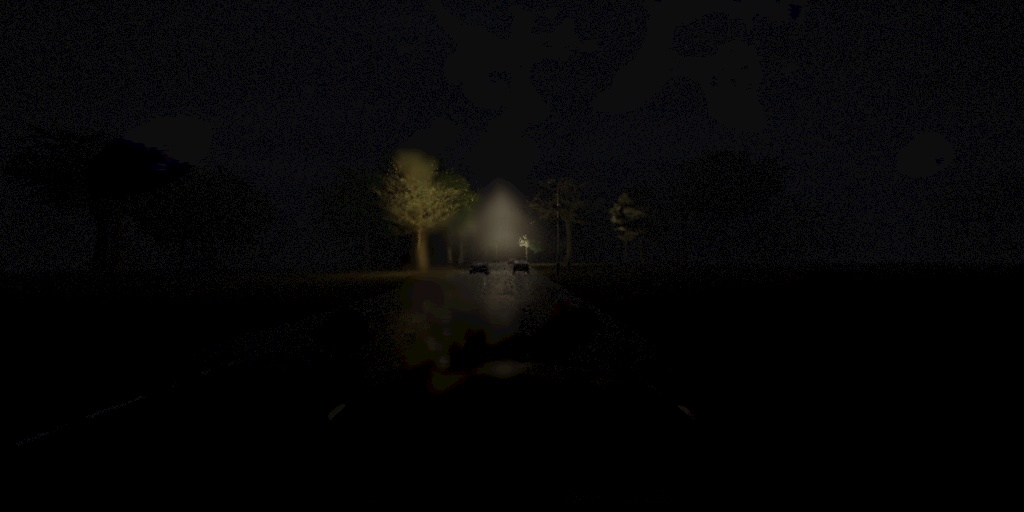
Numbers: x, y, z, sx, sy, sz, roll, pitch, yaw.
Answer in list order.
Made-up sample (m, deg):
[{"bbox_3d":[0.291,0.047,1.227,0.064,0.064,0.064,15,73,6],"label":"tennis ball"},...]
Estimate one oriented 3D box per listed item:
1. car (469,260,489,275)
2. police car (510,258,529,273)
[{"bbox_3d":[-3.543,1.240,39.391,1.882,1.535,5.008,0,0,0],"label":"car"},{"bbox_3d":[1.074,1.188,43.725,1.930,1.638,5.238,0,0,0],"label":"police car"}]
